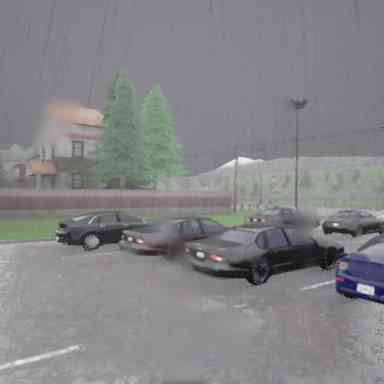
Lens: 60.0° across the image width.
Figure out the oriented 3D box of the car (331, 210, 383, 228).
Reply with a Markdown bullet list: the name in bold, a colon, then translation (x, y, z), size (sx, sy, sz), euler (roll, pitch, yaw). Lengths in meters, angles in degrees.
- **car**: translation (9.355, 1.746, 19.033), size (4.181, 1.385, 1.994), euler (1, 0, -36)

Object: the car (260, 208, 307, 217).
- **car**: translation (5.709, 1.711, 20.728), size (5.357, 1.411, 2.033), euler (1, 0, -35)

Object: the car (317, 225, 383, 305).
- **car**: translation (4.995, 1.607, 7.309), size (4.674, 1.442, 1.812), euler (1, 0, -35)

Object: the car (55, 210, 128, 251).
- **car**: translation (-3.255, 1.561, 14.335), size (4.892, 1.490, 1.837), euler (0, 0, -36)

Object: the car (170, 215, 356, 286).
- **car**: translation (2.256, 1.620, 9.662), size (5.357, 1.411, 2.033), euler (1, 0, -35)

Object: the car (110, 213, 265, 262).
- **car**: translation (0.013, 1.617, 12.361), size (5.357, 1.411, 2.033), euler (1, 0, -36)
